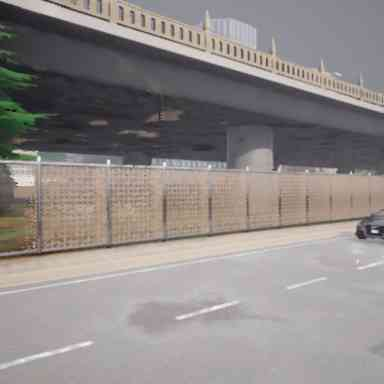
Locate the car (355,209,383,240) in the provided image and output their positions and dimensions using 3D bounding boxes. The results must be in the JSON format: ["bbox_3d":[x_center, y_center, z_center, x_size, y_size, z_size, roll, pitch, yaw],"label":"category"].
[{"bbox_3d":[9.086,1.415,14.720,4.181,1.385,1.994,-1,0,-35],"label":"car"}]
